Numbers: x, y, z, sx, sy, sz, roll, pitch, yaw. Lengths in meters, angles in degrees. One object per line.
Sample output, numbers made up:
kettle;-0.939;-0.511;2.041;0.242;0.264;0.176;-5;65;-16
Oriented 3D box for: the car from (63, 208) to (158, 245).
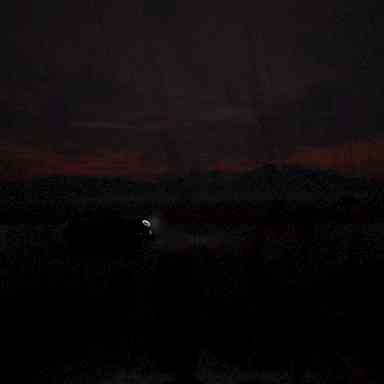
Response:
car;-4.048;1.582;16.921;4.553;1.767;2.097;-2;0;2
